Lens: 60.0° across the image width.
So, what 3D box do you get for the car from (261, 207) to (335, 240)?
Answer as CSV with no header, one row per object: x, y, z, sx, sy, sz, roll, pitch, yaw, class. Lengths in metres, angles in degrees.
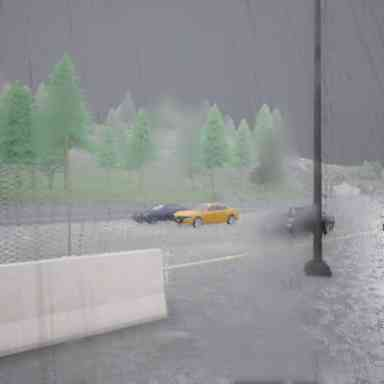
5.556,1.527,17.187,4.902,1.511,2.128,0,0,-40,car

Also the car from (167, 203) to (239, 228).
1.030,1.518,22.528,5.008,1.535,1.882,0,0,-40,car

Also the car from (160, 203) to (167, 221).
-2.055,1.554,24.543,4.674,1.442,1.812,0,0,-39,car
